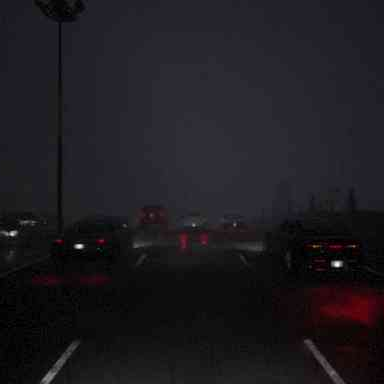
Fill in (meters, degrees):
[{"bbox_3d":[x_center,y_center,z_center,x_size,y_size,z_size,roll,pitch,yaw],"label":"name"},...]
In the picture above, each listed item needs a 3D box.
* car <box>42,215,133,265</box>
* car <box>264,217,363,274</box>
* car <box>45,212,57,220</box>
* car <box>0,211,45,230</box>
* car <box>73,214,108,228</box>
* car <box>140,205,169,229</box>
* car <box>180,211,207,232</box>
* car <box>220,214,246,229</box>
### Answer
[{"bbox_3d":[-3.388,1.639,12.003,1.994,1.385,4.181,0,-1,0],"label":"car"},{"bbox_3d":[3.611,1.562,10.690,1.837,1.490,4.892,0,-1,0],"label":"car"},{"bbox_3d":[-17.470,3.401,39.984,2.150,2.045,5.566,0,-8,0],"label":"car"},{"bbox_3d":[-14.043,2.279,26.738,1.837,1.490,4.892,0,-5,0],"label":"car"},{"bbox_3d":[-10.489,3.100,34.860,2.033,1.411,5.357,0,-6,1],"label":"car"},{"bbox_3d":[-3.373,2.317,30.509,2.150,2.045,5.566,0,-5,0],"label":"car"},{"bbox_3d":[0.123,2.129,24.418,1.812,1.442,4.674,0,-4,0],"label":"car"},{"bbox_3d":[3.626,2.691,30.422,1.895,1.301,4.718,0,-5,0],"label":"car"}]
